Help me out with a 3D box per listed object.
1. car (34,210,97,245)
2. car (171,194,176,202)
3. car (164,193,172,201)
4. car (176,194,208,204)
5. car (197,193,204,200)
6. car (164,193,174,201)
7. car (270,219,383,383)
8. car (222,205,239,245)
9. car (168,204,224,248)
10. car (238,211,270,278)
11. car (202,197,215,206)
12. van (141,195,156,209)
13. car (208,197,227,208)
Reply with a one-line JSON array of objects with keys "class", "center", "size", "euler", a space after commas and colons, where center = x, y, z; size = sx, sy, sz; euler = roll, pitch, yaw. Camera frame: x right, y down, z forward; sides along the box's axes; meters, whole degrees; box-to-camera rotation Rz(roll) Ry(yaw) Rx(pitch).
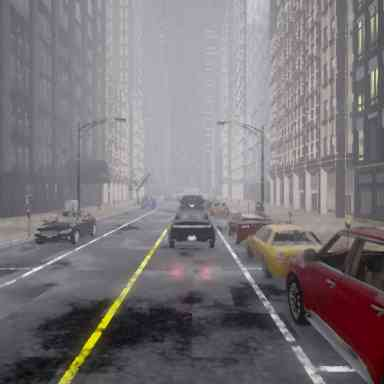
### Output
[{"class": "car", "center": [-5.694, 1.545, 15.436], "size": [2.008, 1.369, 4.403], "euler": [0, 0, 0]}, {"class": "car", "center": [-3.000, 1.465, 76.138], "size": [2.033, 1.411, 5.357], "euler": [0, 0, 0]}, {"class": "car", "center": [-5.693, 1.470, 78.119], "size": [1.887, 1.381, 4.507], "euler": [0, 0, 0]}, {"class": "car", "center": [0.000, 1.246, 29.681], "size": [2.150, 2.045, 5.566], "euler": [0, 0, 0]}, {"class": "car", "center": [2.387, 1.243, 95.412], "size": [2.097, 1.767, 4.553], "euler": [0, 0, 0]}, {"class": "car", "center": [-5.694, 1.229, 83.817], "size": [2.192, 1.841, 5.009], "euler": [0, 0, 0]}, {"class": "car", "center": [2.685, 1.312, 4.038], "size": [2.192, 1.841, 5.009], "euler": [0, 0, 0]}, {"class": "car", "center": [2.686, 1.539, 15.434], "size": [1.887, 1.381, 4.507], "euler": [0, 0, 0]}, {"class": "car", "center": [0.000, 1.491, 14.650], "size": [2.128, 1.511, 4.902], "euler": [0, 0, 0]}, {"class": "car", "center": [2.686, 1.521, 9.905], "size": [1.752, 1.417, 4.829], "euler": [0, 0, 0]}, {"class": "car", "center": [2.687, 1.526, 55.322], "size": [1.947, 1.339, 4.313], "euler": [0, 0, 0]}, {"class": "van", "center": [-5.695, 1.315, 43.930], "size": [1.690, 1.788, 3.998], "euler": [0, 0, 0]}, {"class": "car", "center": [2.687, 1.510, 32.699], "size": [1.752, 1.417, 4.829], "euler": [0, 0, 0]}]
